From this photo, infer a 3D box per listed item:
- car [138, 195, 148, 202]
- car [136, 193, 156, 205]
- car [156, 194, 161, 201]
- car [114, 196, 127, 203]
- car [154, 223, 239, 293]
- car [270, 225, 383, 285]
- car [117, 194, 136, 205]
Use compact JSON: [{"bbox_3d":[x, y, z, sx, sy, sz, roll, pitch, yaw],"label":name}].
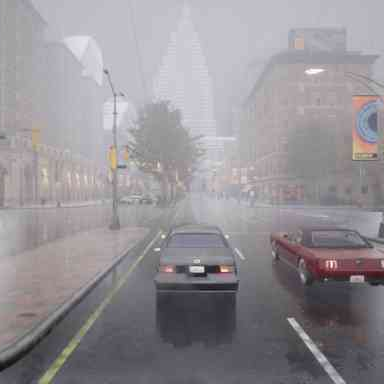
[{"bbox_3d":[-11.591,1.524,79.217,1.812,1.442,4.674,0,0,0],"label":"car"},{"bbox_3d":[-8.125,1.491,59.227,2.128,1.511,4.902,0,0,0],"label":"car"},{"bbox_3d":[-8.079,1.526,68.995,1.812,1.442,4.674,0,0,0],"label":"car"},{"bbox_3d":[-14.829,1.595,69.203,1.895,1.301,4.718,0,0,0],"label":"car"},{"bbox_3d":[0.091,1.547,8.958,2.033,1.411,5.357,0,0,0],"label":"car"},{"bbox_3d":[3.590,1.601,9.442,1.895,1.301,4.718,0,0,0],"label":"car"},{"bbox_3d":[-11.624,1.526,58.937,1.812,1.442,4.674,0,0,0],"label":"car"}]
